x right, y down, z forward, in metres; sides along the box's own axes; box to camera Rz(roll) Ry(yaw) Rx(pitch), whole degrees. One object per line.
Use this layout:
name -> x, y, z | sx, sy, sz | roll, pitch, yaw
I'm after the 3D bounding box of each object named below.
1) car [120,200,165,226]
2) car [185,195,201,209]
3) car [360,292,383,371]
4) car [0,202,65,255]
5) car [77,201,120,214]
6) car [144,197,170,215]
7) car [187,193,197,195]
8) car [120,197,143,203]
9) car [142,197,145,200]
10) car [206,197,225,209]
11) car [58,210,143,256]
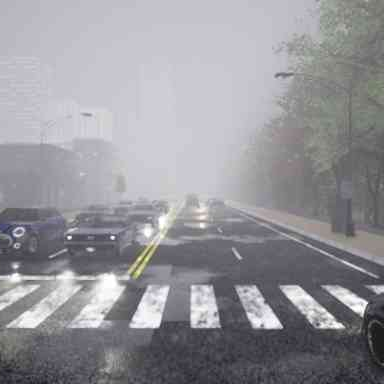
car -> -3.347, 1.534, 23.568 | 2.033, 1.411, 5.357 | 0, 0, 0
car -> 0.091, 1.478, 45.162 | 1.837, 1.490, 4.892 | 0, 0, 0
car -> 3.350, 1.563, 2.961 | 1.994, 1.385, 4.181 | 0, 0, 0
car -> -6.622, 1.344, 13.161 | 2.097, 1.767, 4.553 | 0, 0, 1
car -> -6.600, 1.550, 23.126 | 1.994, 1.385, 4.181 | 0, 0, 0
car -> -3.324, 1.471, 34.194 | 2.128, 1.511, 4.902 | 0, 0, 0
car -> 0.000, 1.187, 55.228 | 2.150, 2.045, 5.566 | 0, 0, 0
car -> -6.580, 1.527, 33.444 | 2.033, 1.411, 5.357 | 0, 0, 0
car -> -6.533, 1.461, 45.187 | 2.128, 1.511, 4.902 | 0, 0, 1
car -> 3.352, 1.465, 44.682 | 2.128, 1.511, 4.902 | 0, 0, 0
car -> -3.351, 1.593, 13.201 | 1.895, 1.301, 4.718 | 0, 0, 0
